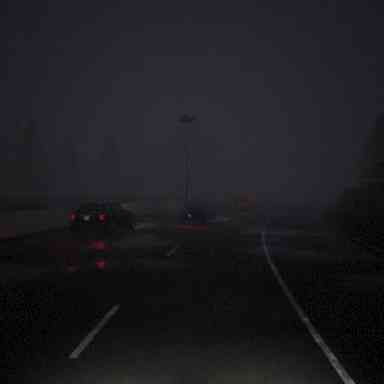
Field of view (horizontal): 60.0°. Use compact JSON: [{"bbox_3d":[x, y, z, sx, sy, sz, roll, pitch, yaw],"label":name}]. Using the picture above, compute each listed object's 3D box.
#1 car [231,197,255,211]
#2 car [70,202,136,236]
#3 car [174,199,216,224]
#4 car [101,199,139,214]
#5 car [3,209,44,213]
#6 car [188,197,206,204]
[{"bbox_3d":[6.298,1.332,40.475,2.097,1.767,4.553,0,0,23],"label":"car"},{"bbox_3d":[-4.749,1.319,18.421,2.097,1.767,4.553,0,0,12],"label":"car"},{"bbox_3d":[0.496,1.455,25.031,1.882,1.535,5.008,0,0,16],"label":"car"},{"bbox_3d":[-7.496,1.507,34.883,1.994,1.385,4.181,0,0,20],"label":"car"},{"bbox_3d":[-13.807,1.423,26.527,2.128,1.511,4.902,0,0,15],"label":"car"},{"bbox_3d":[1.056,1.579,64.359,1.895,1.301,4.718,0,0,23],"label":"car"}]
